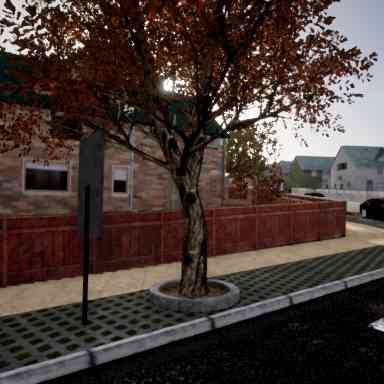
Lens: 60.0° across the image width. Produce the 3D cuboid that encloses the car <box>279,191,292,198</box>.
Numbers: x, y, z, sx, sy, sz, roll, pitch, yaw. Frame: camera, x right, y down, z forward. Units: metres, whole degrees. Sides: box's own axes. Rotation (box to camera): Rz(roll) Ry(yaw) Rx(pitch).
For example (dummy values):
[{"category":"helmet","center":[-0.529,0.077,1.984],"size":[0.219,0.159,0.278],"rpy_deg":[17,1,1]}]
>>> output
[{"category":"car","center":[13.927,0.357,51.498],"size":[1.895,1.301,4.718],"rpy_deg":[1,2,-3]}]

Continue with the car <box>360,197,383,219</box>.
[{"category":"car","center":[12.779,1.142,21.436],"size":[1.837,1.490,4.892],"rpy_deg":[1,2,-3]}]

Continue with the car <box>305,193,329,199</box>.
[{"category":"car","center":[12.129,0.799,32.623],"size":[1.812,1.442,4.674],"rpy_deg":[1,2,-4]}]
